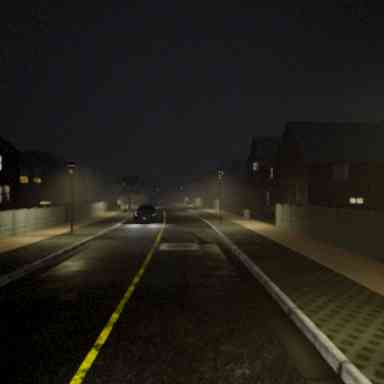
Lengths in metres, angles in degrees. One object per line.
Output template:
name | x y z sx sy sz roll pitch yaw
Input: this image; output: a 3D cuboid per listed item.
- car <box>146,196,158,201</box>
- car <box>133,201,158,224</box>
car | -8.192 1.913 67.824 2.150 2.045 5.566 -1 0 -9
car | -3.808 1.783 27.776 1.812 1.442 4.674 0 -1 -4
